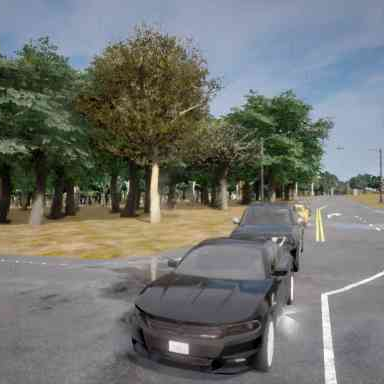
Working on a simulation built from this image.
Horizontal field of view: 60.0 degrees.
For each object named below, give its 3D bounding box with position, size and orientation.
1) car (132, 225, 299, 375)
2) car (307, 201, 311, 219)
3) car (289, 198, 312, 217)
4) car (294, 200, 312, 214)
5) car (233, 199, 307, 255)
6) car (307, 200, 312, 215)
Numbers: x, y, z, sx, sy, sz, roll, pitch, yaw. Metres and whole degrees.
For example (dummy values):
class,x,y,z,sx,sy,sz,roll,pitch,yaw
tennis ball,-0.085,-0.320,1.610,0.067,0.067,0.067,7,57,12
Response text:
class,x,y,z,sx,sy,sz,roll,pitch,yaw
car,0.761,1.612,6.181,1.882,1.535,5.008,-1,-2,21
car,7.303,1.662,23.963,1.882,1.535,5.008,-1,0,21
car,11.418,1.561,34.831,2.097,1.767,4.553,-1,0,21
car,13.427,1.746,40.036,1.812,1.442,4.674,-1,0,21
car,2.897,1.458,12.316,2.150,2.045,5.566,-2,0,21
car,9.377,1.723,29.461,1.812,1.442,4.674,-1,0,21
